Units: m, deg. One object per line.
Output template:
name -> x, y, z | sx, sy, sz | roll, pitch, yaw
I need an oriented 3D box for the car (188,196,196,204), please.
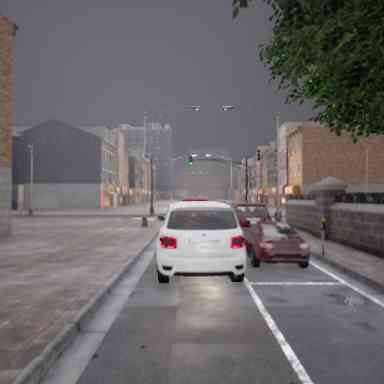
car -> -0.016, 1.981, 83.302 | 2.097, 1.767, 4.553 | 0, -1, 0

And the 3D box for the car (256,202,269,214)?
car -> 2.644, 1.413, 16.683 | 2.192, 1.841, 5.009 | 1, 0, 0

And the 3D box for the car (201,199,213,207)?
car -> 2.633, 1.957, 59.423 | 1.887, 1.381, 4.507 | 1, -1, 0

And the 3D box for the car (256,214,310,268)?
car -> 2.642, 1.646, 11.233 | 1.802, 1.307, 4.206 | 1, 0, 0

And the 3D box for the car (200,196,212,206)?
car -> 2.634, 1.774, 64.862 | 2.192, 1.841, 5.009 | 1, -1, 0

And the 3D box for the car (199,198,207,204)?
car -> 2.628, 2.188, 81.171 | 1.802, 1.307, 4.206 | 0, -1, 0

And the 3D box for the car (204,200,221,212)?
car -> 2.636, 1.827, 43.111 | 1.887, 1.381, 4.507 | 1, 0, 0

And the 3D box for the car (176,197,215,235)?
car -> 0.382, 1.349, 21.011 | 2.150, 2.045, 5.566 | 0, 0, 4

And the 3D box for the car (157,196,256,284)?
car -> 0.137, 1.280, 9.944 | 2.150, 2.045, 5.566 | 0, 0, -3
